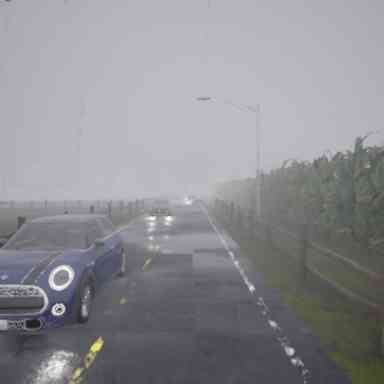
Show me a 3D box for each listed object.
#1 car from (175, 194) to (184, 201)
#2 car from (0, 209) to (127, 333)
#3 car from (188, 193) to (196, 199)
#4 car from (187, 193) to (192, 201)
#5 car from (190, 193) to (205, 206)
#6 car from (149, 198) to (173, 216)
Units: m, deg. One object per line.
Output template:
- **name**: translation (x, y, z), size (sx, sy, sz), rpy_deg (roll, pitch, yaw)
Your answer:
- **car**: translation (-2.731, 1.180, 72.314), size (2.033, 1.411, 5.357), rpy_deg (0, 0, 0)
- **car**: translation (-2.807, 1.320, 7.066), size (2.097, 1.767, 4.553), rpy_deg (0, 0, 0)
- **car**: translation (0.025, 1.012, 83.909), size (1.994, 1.385, 4.181), rpy_deg (0, 0, 0)
- **car**: translation (0.018, 1.035, 69.032), size (1.837, 1.490, 4.892), rpy_deg (0, 0, 0)
- **car**: translation (0.976, 1.308, 50.520), size (1.812, 1.442, 4.674), rpy_deg (0, 0, 0)
- **car**: translation (-2.836, 1.368, 31.030), size (1.837, 1.490, 4.892), rpy_deg (0, 0, 0)
